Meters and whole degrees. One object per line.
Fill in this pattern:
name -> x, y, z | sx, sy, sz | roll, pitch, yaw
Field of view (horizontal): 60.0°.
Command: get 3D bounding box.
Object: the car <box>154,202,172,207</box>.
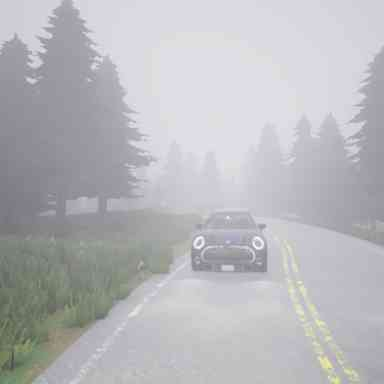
car -> -4.559, 2.070, 43.831 | 4.674, 1.442, 1.812 | -5, -7, 45

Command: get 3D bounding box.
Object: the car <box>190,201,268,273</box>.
car -> 1.268, 1.362, 10.774 | 2.097, 1.767, 4.553 | -1, 0, 9

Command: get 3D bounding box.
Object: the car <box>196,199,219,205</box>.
car -> 1.813, 1.555, 35.205 | 1.837, 1.490, 4.892 | 3, -2, -26
